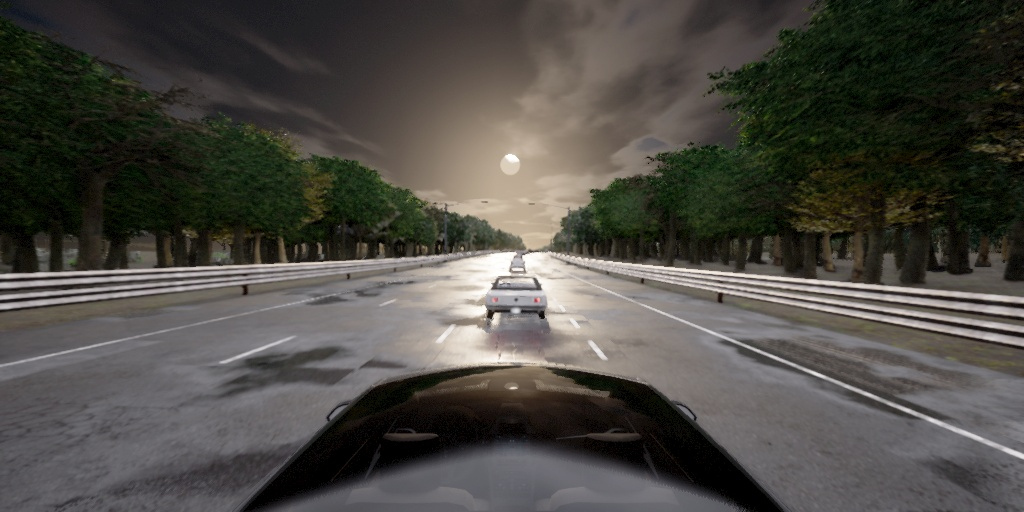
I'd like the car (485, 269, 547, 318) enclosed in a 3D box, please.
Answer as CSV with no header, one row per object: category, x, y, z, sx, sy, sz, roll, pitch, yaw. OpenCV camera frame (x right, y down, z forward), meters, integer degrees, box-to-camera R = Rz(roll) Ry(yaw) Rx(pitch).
car,0.159,1.328,12.840,1.895,1.301,4.718,1,0,1

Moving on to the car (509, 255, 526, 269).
car,0.662,0.982,42.738,1.812,1.442,4.674,1,1,1
